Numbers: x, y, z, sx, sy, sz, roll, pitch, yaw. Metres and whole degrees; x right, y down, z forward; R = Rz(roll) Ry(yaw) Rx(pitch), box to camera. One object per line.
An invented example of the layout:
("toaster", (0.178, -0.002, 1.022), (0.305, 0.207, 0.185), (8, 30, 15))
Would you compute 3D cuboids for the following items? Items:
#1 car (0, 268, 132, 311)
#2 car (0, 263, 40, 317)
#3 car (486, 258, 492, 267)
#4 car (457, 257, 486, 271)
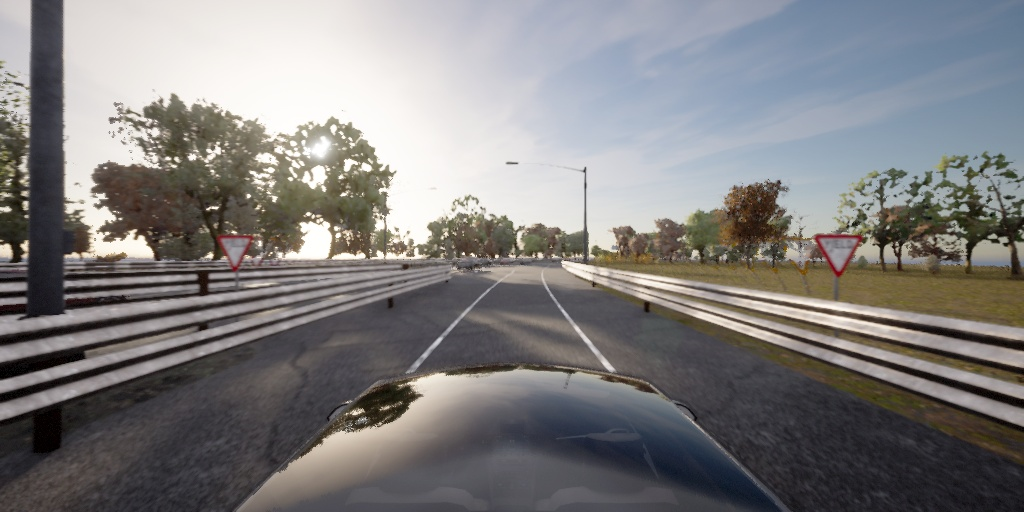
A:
("car", (-12.020, 0.990, 8.322), (1.812, 1.442, 4.674), (0, 0, 9))
("car", (-15.536, 0.959, 8.537), (1.837, 1.490, 4.892), (0, 0, 9))
("car", (-4.851, 1.111, 62.259), (2.128, 1.511, 4.902), (0, 0, 13))
("car", (-5.252, 1.065, 44.433), (2.128, 1.511, 4.902), (0, 0, 12))
